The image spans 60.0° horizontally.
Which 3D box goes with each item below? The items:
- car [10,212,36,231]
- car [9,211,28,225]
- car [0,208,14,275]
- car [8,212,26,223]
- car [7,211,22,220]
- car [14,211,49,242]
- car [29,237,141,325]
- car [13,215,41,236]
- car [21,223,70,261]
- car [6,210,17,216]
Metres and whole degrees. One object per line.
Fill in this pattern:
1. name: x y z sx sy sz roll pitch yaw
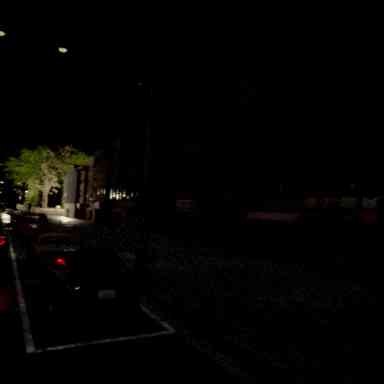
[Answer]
1. car: -16.499 2.826 32.433 1.967 1.590 4.097 5 -4 -29
2. car: -22.056 3.216 42.201 1.967 1.590 4.097 4 -4 -29
3. car: -7.785 1.661 11.844 2.150 2.045 5.566 5 -4 -29
4. car: -24.839 3.526 47.077 2.008 1.369 4.403 4 -4 -29
5. car: -30.397 3.929 56.844 2.008 1.369 4.403 4 -4 -29
6. car: -10.937 2.320 22.673 2.192 1.841 5.009 5 -4 -29
7. car: -2.613 2.010 8.003 1.947 1.339 4.313 5 -4 -29
8. car: -13.807 2.725 27.691 1.752 1.417 4.829 5 -4 -29
9. car: -5.473 2.161 13.038 1.752 1.417 4.829 5 -4 -29
10. car: -41.513 4.785 76.372 1.947 1.339 4.313 4 -4 -29
